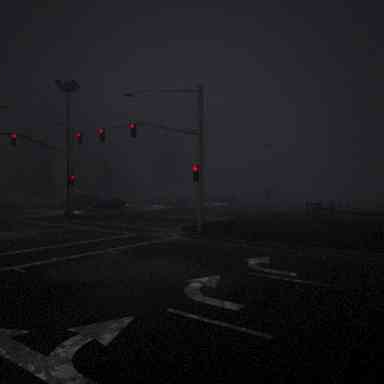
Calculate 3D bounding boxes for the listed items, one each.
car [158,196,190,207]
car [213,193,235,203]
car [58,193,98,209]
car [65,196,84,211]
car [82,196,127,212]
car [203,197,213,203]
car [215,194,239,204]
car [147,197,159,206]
[{"bbox_3d":[-2.372,1.600,49.248,1.895,1.301,4.718,0,0,35],"label":"car"},{"bbox_3d":[7.291,1.222,68.973,2.150,2.045,5.566,0,0,36],"label":"car"},{"bbox_3d":[-14.715,1.220,43.777,2.150,2.045,5.566,0,0,35],"label":"car"},{"bbox_3d":[-12.401,1.547,40.984,2.033,1.411,5.357,0,0,35],"label":"car"},{"bbox_3d":[-9.763,1.489,38.648,2.128,1.511,4.902,0,0,35],"label":"car"},{"bbox_3d":[3.286,1.600,69.380,1.895,1.301,4.718,0,0,35],"label":"car"},{"bbox_3d":[6.894,1.601,62.447,1.895,1.301,4.718,0,0,36],"label":"car"},{"bbox_3d":[-5.616,1.525,56.820,1.812,1.442,4.674,0,0,35],"label":"car"}]
